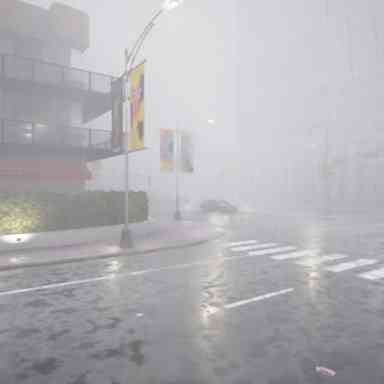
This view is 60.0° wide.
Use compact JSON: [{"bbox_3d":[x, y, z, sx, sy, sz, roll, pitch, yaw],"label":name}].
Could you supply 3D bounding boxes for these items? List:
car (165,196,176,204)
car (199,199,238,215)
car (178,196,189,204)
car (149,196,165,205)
[{"bbox_3d":[-5.777,1.467,59.450,4.902,1.511,2.128,0,0,42],"label":"car"},{"bbox_3d":[2.660,1.484,34.092,1.837,1.490,4.892,0,1,-35],"label":"car"},{"bbox_3d":[-2.173,1.519,62.231,2.033,1.411,5.357,0,0,-19],"label":"car"},{"bbox_3d":[-6.041,1.149,46.591,1.994,1.385,4.181,0,0,-35],"label":"car"}]
